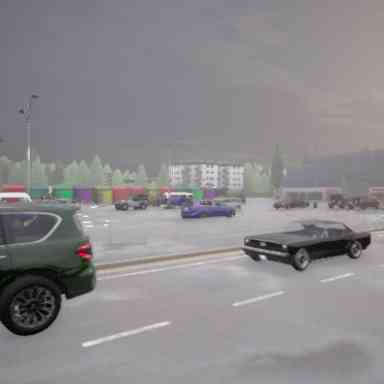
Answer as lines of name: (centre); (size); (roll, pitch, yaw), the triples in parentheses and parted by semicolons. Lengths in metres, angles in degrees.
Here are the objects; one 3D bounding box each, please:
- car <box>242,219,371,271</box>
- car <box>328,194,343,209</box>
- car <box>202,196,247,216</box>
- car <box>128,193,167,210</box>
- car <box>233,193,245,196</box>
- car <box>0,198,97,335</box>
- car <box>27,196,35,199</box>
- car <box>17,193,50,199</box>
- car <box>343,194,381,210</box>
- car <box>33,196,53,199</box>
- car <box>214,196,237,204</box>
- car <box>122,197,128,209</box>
car: (3.889, 1.607, 11.048); (4.718, 1.301, 1.895); (0, 0, -35)
car: (19.198, 1.184, 42.662); (3.866, 1.878, 1.905); (0, 0, -35)
car: (3.376, 1.411, 34.781); (3.806, 1.475, 1.970); (0, 0, -35)
car: (-6.458, 1.169, 48.523); (4.605, 1.855, 1.932); (0, 0, -35)
car: (7.832, 1.184, 58.660); (3.866, 1.878, 1.905); (0, 0, -35)
car: (-4.343, 1.221, 5.185); (5.566, 2.045, 2.150); (0, 0, -35)
car: (-13.955, 1.369, 33.130); (3.905, 1.438, 1.784); (0, 0, -35)
car: (-15.546, 1.159, 35.291); (4.605, 1.855, 1.932); (0, 0, -35)
car: (20.825, 1.181, 40.268); (4.605, 1.855, 1.932); (0, 0, -35)
car: (-12.283, 1.401, 30.766); (3.806, 1.475, 1.970); (0, 0, -35)
car: (6.169, 1.423, 61.029); (3.806, 1.475, 1.970); (0, 0, -35)
car: (-8.078, 1.380, 50.924); (3.905, 1.438, 1.784); (0, 0, -35)
